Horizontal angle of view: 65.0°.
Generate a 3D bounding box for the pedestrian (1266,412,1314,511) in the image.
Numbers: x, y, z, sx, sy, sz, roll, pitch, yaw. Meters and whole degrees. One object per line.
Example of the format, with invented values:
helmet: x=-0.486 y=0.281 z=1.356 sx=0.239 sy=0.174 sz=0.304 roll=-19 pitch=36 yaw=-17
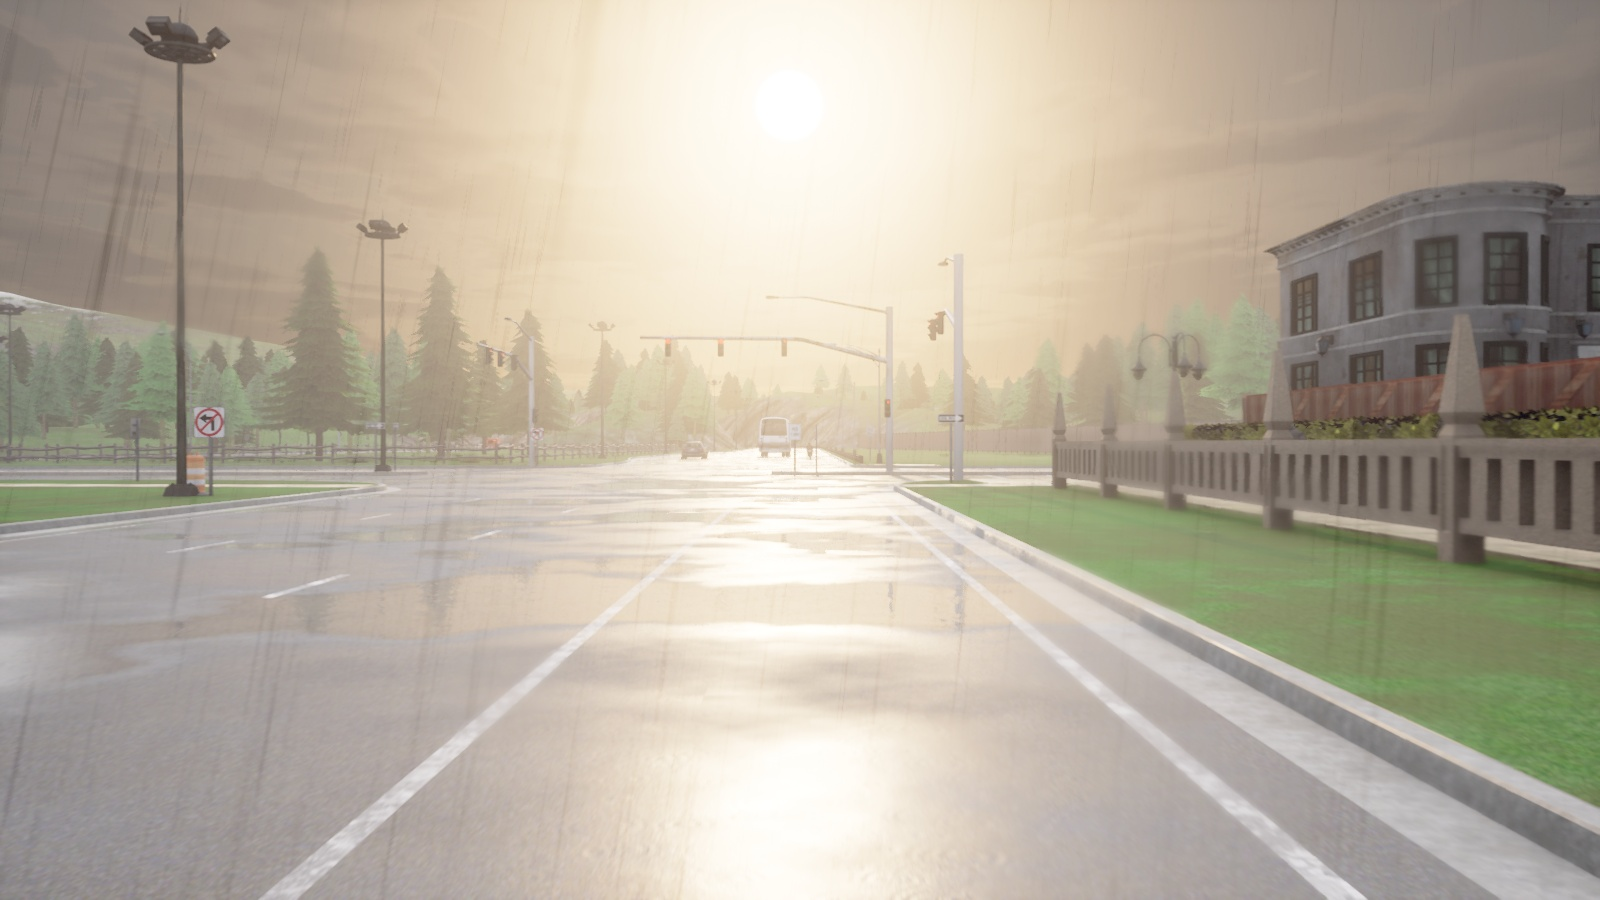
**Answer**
pedestrian: x=9.878 y=0.221 z=25.335 sx=0.659 sy=1.952 sz=0.873 roll=0 pitch=0 yaw=3
